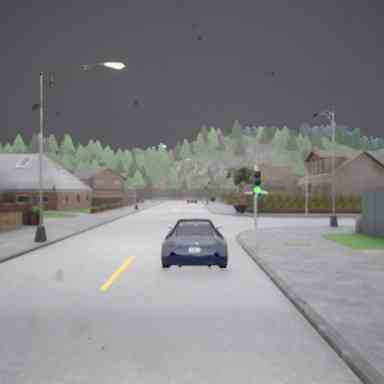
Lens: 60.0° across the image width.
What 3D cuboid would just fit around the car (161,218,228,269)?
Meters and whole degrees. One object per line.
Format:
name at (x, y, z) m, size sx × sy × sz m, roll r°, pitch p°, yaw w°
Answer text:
car at (0.081, 1.565, 11.144) m, size 1.994 × 1.385 × 4.181 m, roll 0°, pitch 0°, yaw 0°

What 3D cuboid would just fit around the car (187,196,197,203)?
car at (0.008, 1.571, 66.852) m, size 1.994 × 1.385 × 4.181 m, roll 0°, pitch 0°, yaw 0°
